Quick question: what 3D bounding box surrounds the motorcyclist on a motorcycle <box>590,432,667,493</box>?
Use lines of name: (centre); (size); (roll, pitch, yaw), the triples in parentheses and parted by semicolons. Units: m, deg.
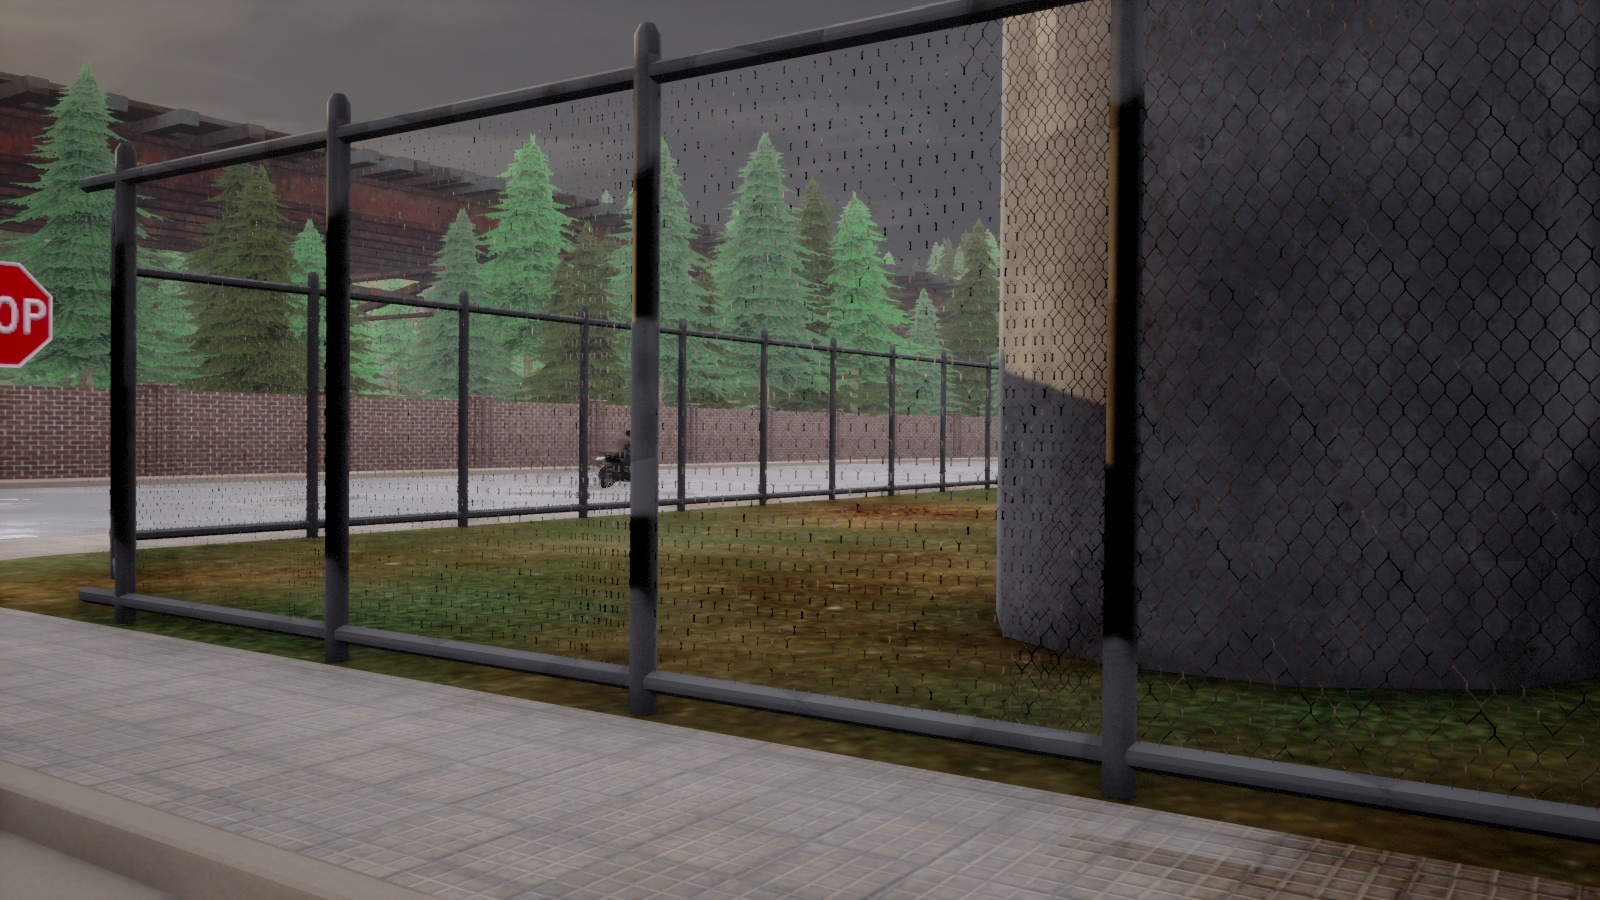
motorcyclist on a motorcycle: (-4.433, 0.309, 32.579); (0.797, 1.523, 2.044); (0, 1, 34)
